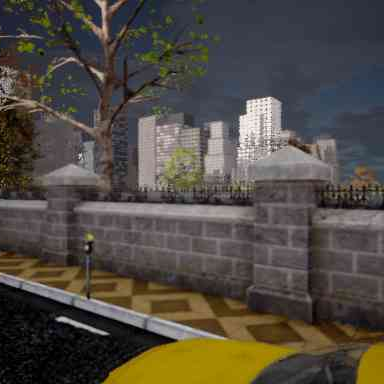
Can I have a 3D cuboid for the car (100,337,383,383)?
[{"bbox_3d":[1.294,1.525,1.799,4.829,1.417,1.752,0,0,35],"label":"car"}]
